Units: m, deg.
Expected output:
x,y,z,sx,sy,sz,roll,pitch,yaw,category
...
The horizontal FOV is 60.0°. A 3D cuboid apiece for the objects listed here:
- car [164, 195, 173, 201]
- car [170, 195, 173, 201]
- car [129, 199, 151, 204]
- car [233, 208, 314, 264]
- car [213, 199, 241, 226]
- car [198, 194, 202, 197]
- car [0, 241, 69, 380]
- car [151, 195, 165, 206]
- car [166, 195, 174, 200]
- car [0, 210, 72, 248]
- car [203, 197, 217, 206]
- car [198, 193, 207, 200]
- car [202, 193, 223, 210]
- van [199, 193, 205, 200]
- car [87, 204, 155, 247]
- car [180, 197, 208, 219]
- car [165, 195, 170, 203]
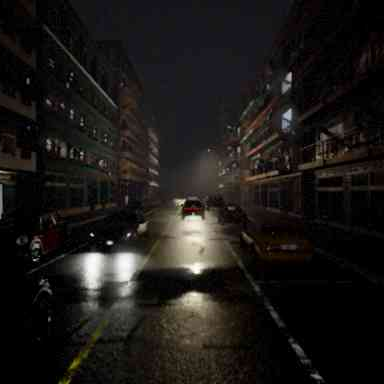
x,y,z,sx,sy,sz,roll,pitch,yaw,category
-5.662,1.356,79.574,1.887,1.381,4.507,0,0,0,car
-5.664,1.389,73.892,1.947,1.339,4.313,0,0,0,car
-5.677,1.479,34.115,1.947,1.339,4.313,0,0,0,car
2.696,1.495,11.555,1.752,1.417,4.829,0,0,0,car
2.700,1.466,22.920,1.752,1.417,4.829,0,0,0,car
0.109,1.379,45.317,2.128,1.511,4.902,0,0,0,car
-3.095,1.555,3.469,1.994,1.385,4.181,0,0,0,car
-5.671,1.455,51.163,1.802,1.307,4.206,0,0,0,car
-5.661,1.381,85.257,1.802,1.307,4.206,0,0,0,car
-5.683,1.410,11.385,1.967,1.590,4.097,0,0,0,car
2.709,1.424,51.163,2.008,1.369,4.403,0,0,0,car
2.720,1.114,85.256,2.192,1.841,5.009,0,0,0,car
2.706,1.215,39.797,2.192,1.841,5.009,0,0,0,car
2.722,1.129,90.939,1.690,1.788,3.998,0,0,0,van
-3.047,1.508,15.048,2.033,1.411,5.357,0,0,1,car
0.101,1.434,27.807,1.837,1.490,4.892,0,0,0,car
-5.668,1.414,62.527,1.947,1.339,4.313,0,0,0,car
